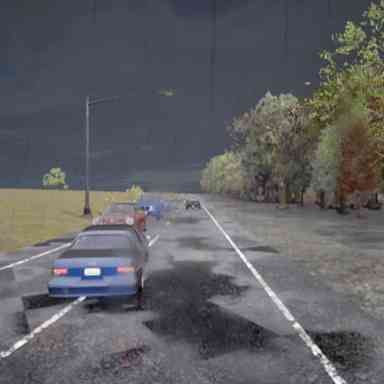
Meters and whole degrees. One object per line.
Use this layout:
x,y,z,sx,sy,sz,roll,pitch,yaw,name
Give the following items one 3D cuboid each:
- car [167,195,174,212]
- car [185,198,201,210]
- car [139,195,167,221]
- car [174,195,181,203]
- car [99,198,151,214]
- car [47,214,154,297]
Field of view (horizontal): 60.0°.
-3.550,1.376,38.092,2.097,1.767,4.553,0,0,0,car
0.148,1.530,43.712,1.837,1.490,4.892,0,0,0,car
-3.568,1.241,27.855,2.150,2.045,5.566,0,0,-1,car
-3.408,1.385,72.052,2.097,1.767,4.553,0,0,0,car
-3.650,1.365,17.360,2.097,1.767,4.553,0,0,1,car
-2.135,1.555,8.777,2.033,1.411,5.357,0,0,-6,car
